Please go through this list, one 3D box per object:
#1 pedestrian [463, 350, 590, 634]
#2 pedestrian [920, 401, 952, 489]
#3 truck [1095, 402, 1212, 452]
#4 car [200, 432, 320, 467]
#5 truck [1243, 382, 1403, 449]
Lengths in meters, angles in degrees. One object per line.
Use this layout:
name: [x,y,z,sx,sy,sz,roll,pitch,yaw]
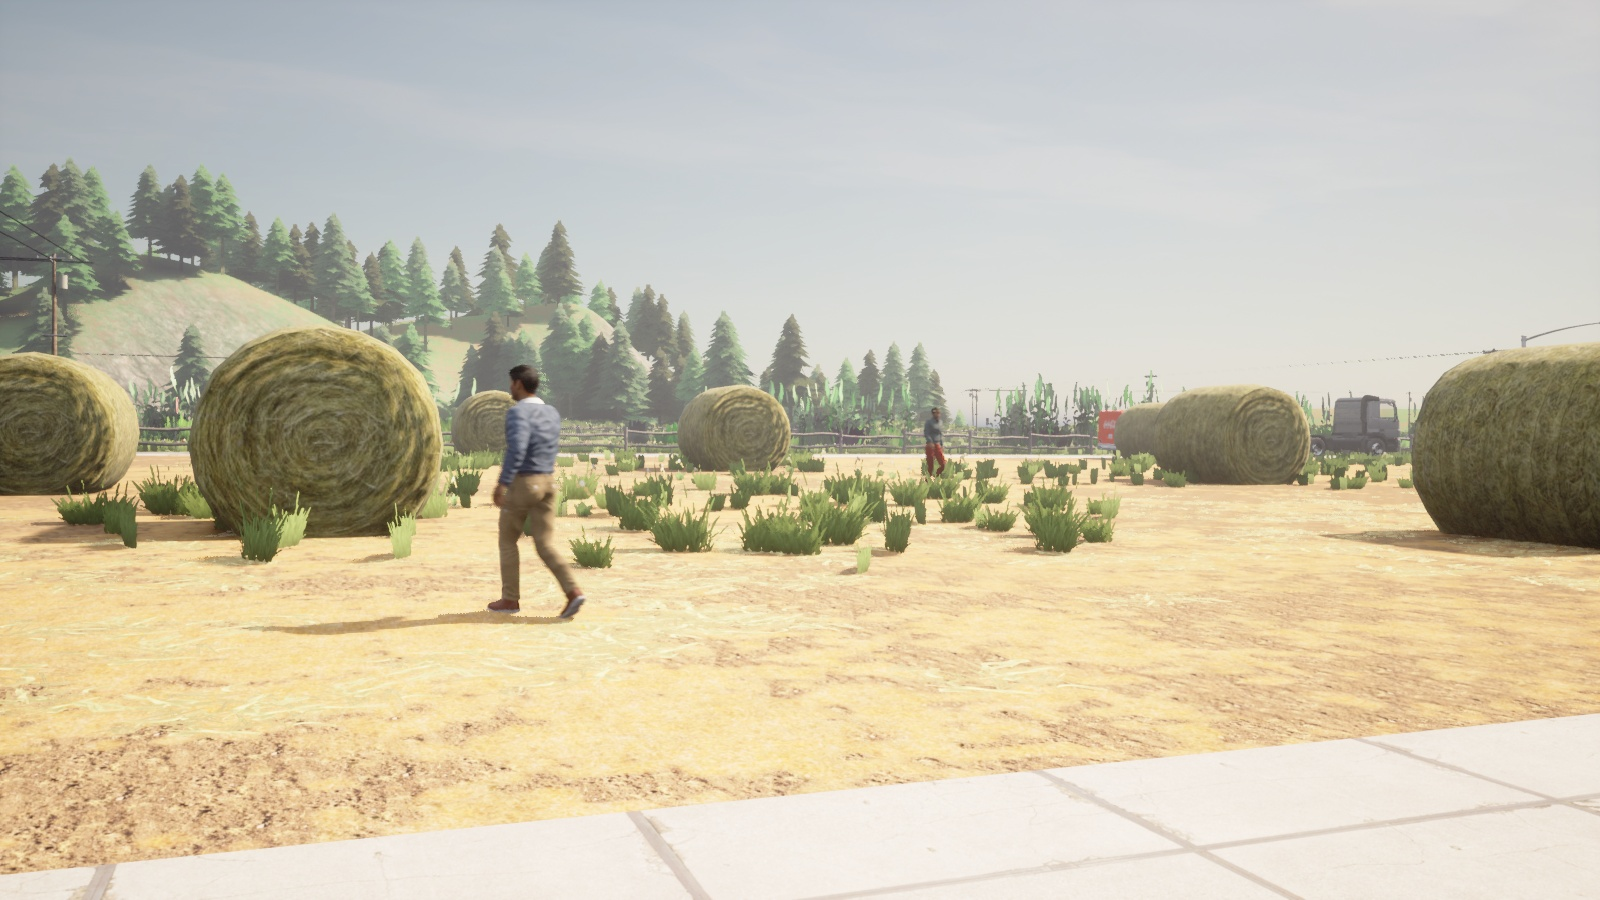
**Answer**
pedestrian: [-1.958,0.284,8.980,0.788,1.949,0.423,0,1,32]
pedestrian: [2.898,-0.115,26.752,0.353,1.847,0.614,-1,1,-33]
truck: [18.162,-1.188,64.598,5.204,2.467,2.627,-1,1,-17]
car: [-23.769,-0.026,55.473,4.674,1.442,1.812,-1,1,-17]
truck: [28.182,-1.856,67.655,7.936,3.462,2.891,-1,1,-17]
